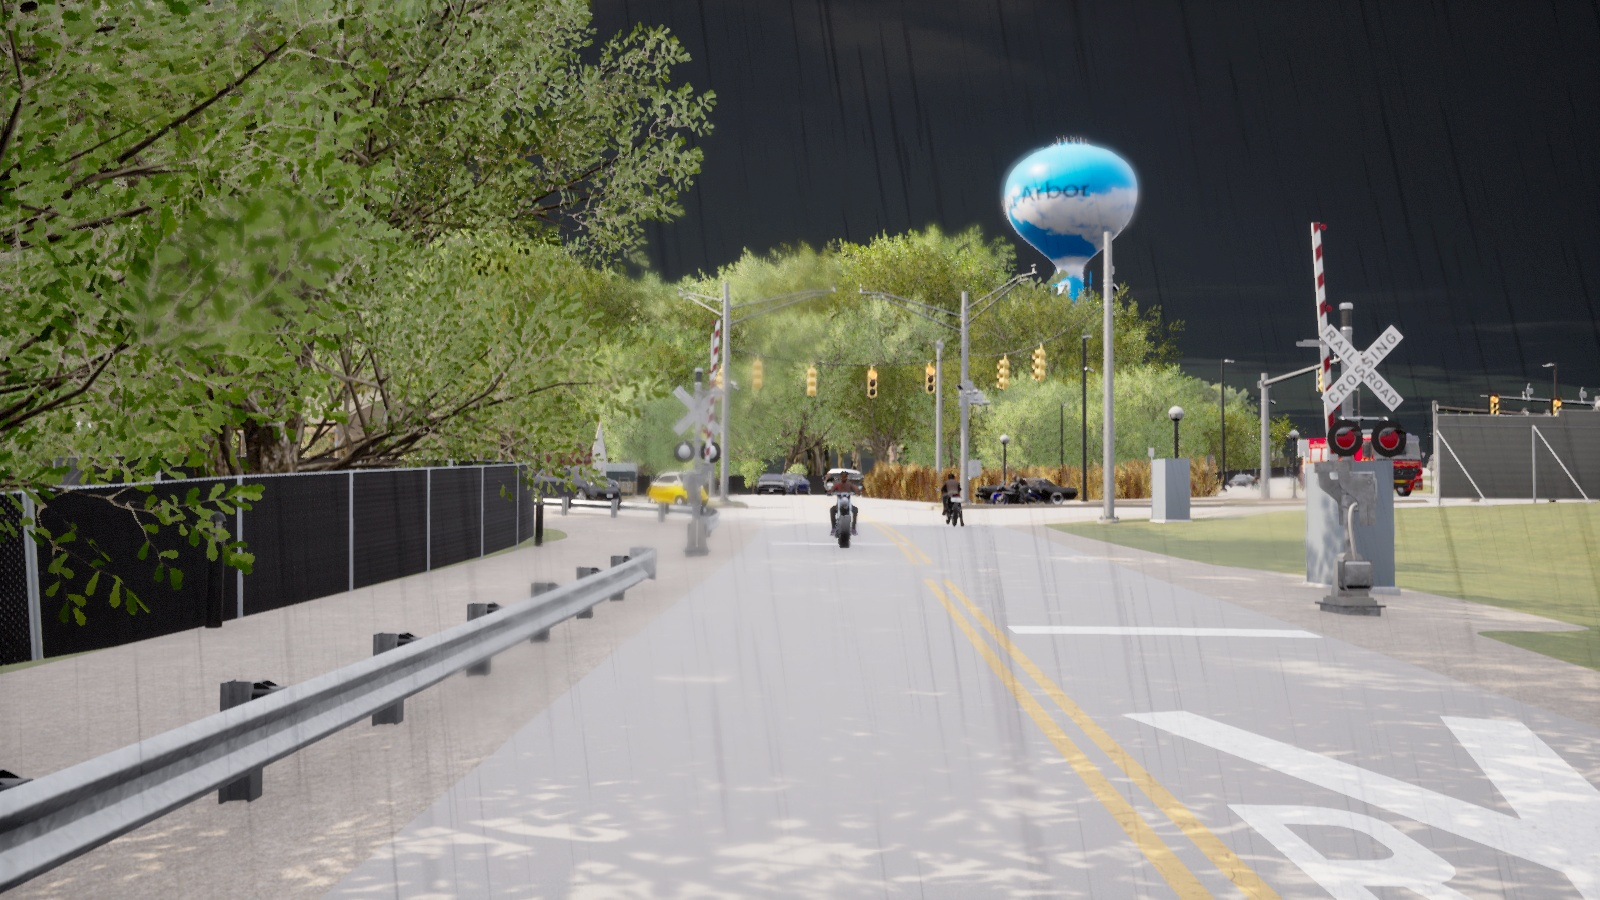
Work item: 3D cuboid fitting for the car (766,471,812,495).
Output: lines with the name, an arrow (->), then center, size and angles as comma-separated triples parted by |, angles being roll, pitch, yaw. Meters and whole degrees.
car -> -0.787, 2.525, 94.542 | 2.097, 1.767, 4.553 | 0, -2, 19

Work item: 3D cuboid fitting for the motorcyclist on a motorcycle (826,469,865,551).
motorcyclist on a motorcycle -> 0.941, 1.224, 26.402 | 0.766, 1.649, 2.350 | 0, -1, 1

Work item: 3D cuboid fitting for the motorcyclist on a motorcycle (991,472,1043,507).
motorcyclist on a motorcycle -> 9.848, 1.786, 57.019 | 2.191, 1.530, 0.866 | 0, -1, -4

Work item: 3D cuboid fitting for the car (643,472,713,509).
car -> -4.663, 1.552, 47.846 | 2.207, 1.376, 1.481 | -2, -3, 34

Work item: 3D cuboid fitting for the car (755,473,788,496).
car -> -1.801, 2.222, 80.350 | 2.033, 1.411, 5.357 | 0, -2, -1

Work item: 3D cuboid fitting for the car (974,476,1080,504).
car -> 10.898, 1.914, 60.601 | 4.718, 1.301, 1.895 | 0, -1, -4

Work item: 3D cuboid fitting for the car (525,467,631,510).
car -> -7.957, 1.377, 44.829 | 3.633, 1.501, 1.845 | -1, -3, 41

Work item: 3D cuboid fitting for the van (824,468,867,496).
van -> 3.516, 2.463, 96.211 | 2.069, 2.038, 4.480 | -1, -2, 20

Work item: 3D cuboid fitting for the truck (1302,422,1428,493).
truck -> 32.593, 0.475, 72.912 | 2.891, 3.827, 8.468 | 0, -1, -5

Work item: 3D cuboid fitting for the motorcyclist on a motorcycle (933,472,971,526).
motorcyclist on a motorcycle -> 4.413, 1.407, 36.556 | 0.797, 1.523, 2.044 | 1, -1, -1
